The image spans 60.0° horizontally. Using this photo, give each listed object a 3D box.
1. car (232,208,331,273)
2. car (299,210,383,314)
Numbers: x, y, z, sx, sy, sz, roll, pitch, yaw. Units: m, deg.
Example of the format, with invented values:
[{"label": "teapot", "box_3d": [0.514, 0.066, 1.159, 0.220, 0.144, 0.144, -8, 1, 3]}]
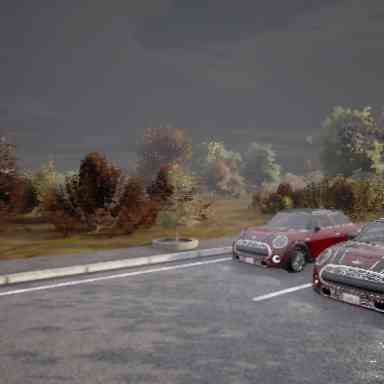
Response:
[{"label": "car", "box_3d": [3.458, 1.354, 10.776, 4.553, 1.767, 2.097, 0, 0, -36]}, {"label": "car", "box_3d": [4.729, 1.354, 7.380, 4.553, 1.767, 2.097, 0, 0, -36]}]
